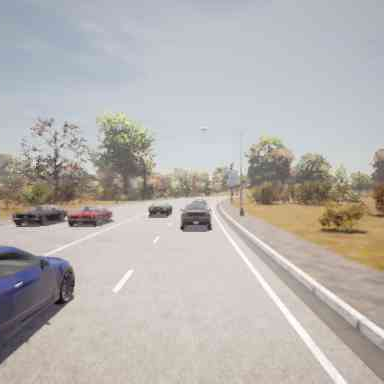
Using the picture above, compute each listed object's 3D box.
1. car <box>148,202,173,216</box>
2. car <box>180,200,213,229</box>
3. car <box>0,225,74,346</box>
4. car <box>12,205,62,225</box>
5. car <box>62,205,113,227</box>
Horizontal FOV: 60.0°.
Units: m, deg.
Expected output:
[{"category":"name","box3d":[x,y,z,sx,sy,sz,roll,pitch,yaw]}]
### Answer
[{"category":"car","box3d":[-2.944,1.598,32.254,1.895,1.301,4.718,0,0,2]},{"category":"car","box3d":[0.276,1.504,21.425,1.837,1.490,4.892,0,0,1]},{"category":"car","box3d":[-3.389,1.525,5.115,1.812,1.442,4.674,0,0,0]},{"category":"car","box3d":[-10.383,1.597,23.052,1.895,1.301,4.718,0,0,1]},{"category":"car","box3d":[-6.888,1.598,22.837,1.895,1.301,4.718,0,0,1]}]
